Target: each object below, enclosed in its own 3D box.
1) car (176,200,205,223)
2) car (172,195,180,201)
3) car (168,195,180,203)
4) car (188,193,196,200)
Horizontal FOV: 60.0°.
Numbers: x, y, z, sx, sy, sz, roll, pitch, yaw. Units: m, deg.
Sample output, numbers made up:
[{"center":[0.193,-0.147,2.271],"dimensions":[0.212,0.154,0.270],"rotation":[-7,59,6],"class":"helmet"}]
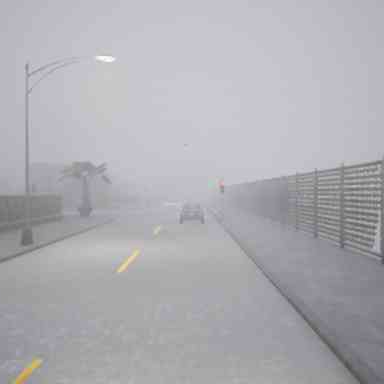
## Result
[{"center":[0.018,1.571,25.608],"dimensions":[2.033,1.411,5.357],"rotation":[0,0,0],"class":"car"},{"center":[-4.036,1.540,86.757],"dimensions":[1.882,1.535,5.008],"rotation":[0,0,0],"class":"car"},{"center":[-4.028,1.589,71.115],"dimensions":[2.128,1.511,4.902],"rotation":[0,0,0],"class":"car"},{"center":[-0.034,1.606,82.364],"dimensions":[2.033,1.411,5.357],"rotation":[0,0,0],"class":"car"}]
